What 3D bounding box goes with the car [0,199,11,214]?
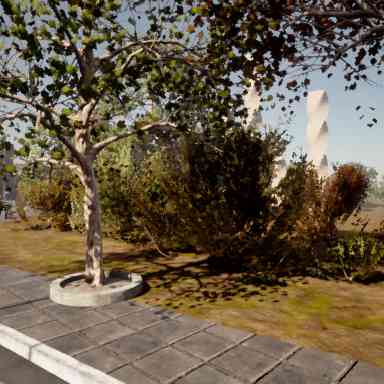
[{"bbox_3d":[-19.337,1.423,33.017,2.033,1.411,5.357,1,1,-18],"label":"car"}]
